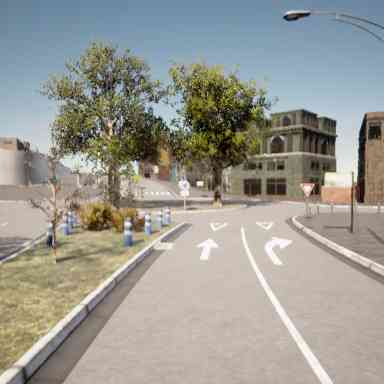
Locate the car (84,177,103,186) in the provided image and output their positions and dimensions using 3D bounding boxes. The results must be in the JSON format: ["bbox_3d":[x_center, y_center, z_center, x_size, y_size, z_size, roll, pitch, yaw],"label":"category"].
[{"bbox_3d":[-26.999,-2.475,90.869,4.792,1.488,2.163,-3,7,-33],"label":"car"}]
